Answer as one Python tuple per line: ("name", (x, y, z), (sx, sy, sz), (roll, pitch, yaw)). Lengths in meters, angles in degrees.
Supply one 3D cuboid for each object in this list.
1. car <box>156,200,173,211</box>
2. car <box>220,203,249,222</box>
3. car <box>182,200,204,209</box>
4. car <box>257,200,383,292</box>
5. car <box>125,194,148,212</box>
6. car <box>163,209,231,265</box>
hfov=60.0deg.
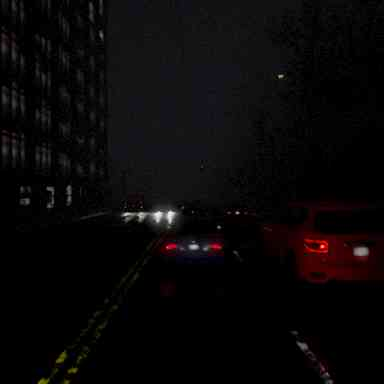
("car", (-3.350, 1.630, 41.401), (1.895, 1.301, 4.718), (0, 0, 0))
("car", (3.308, 1.566, 26.584), (2.033, 1.411, 5.357), (0, 0, 0))
("car", (0.072, 1.513, 30.880), (2.128, 1.511, 4.902), (0, 0, 0))
("car", (3.294, 1.230, 9.111), (2.150, 2.045, 5.566), (0, 0, 0))
("car", (-6.605, 1.251, 40.195), (2.150, 2.045, 5.566), (0, 0, 0))
("car", (0.061, 1.556, 11.606), (2.033, 1.411, 5.357), (0, 0, 0))
